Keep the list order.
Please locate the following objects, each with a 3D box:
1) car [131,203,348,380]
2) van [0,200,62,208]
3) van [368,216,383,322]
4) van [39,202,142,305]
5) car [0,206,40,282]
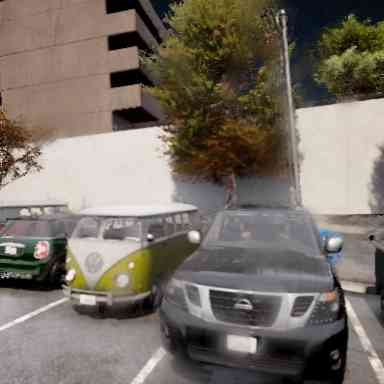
[{"bbox_3d":[1.309,1.251,6.073,2.435,2.045,5.566,0,-1,17],"label":"car"},{"bbox_3d":[-5.898,1.291,11.572,1.878,1.987,4.442,0,-1,16],"label":"van"},{"bbox_3d":[3.752,1.275,4.429,1.878,1.987,4.442,0,-1,17],"label":"van"},{"bbox_3d":[-1.127,1.280,7.774,1.878,1.987,4.442,0,-1,17],"label":"van"},{"bbox_3d":[-3.523,1.385,9.644,2.185,1.767,4.553,0,-1,17],"label":"car"}]
